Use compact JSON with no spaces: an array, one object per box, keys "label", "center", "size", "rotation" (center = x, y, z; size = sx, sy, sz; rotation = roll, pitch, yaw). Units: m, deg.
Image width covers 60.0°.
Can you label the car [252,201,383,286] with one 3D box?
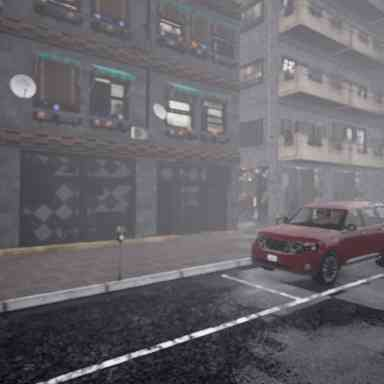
[{"label":"car","center":[3.962,1.231,9.402],"size":[5.009,1.841,2.192],"rotation":[-1,2,-36]}]
